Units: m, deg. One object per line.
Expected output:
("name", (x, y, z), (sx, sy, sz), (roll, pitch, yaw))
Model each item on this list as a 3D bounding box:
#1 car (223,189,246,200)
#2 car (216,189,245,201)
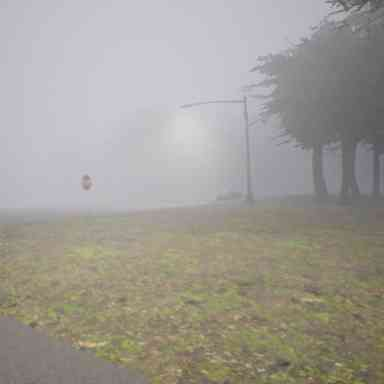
("car", (7.344, 0.345, 57.090), (1.882, 1.535, 5.008), (-3, 1, 34))
("car", (4.674, 0.377, 40.742), (1.994, 1.385, 4.181), (-3, -1, 34))
